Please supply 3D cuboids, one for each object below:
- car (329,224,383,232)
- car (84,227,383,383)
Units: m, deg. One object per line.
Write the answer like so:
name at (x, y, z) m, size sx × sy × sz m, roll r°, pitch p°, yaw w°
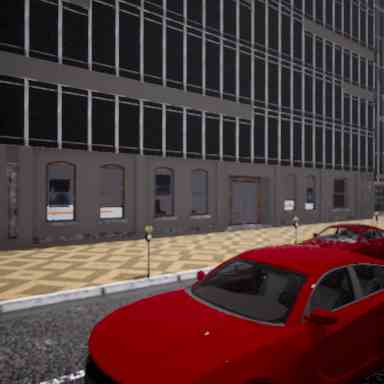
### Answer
car at (4.662, 1.623, 9.900) m, size 4.206 × 1.307 × 1.802 m, roll 0°, pitch 0°, yaw -36°
car at (1.218, 1.492, 4.249) m, size 5.008 × 1.535 × 1.882 m, roll 0°, pitch 0°, yaw -36°
